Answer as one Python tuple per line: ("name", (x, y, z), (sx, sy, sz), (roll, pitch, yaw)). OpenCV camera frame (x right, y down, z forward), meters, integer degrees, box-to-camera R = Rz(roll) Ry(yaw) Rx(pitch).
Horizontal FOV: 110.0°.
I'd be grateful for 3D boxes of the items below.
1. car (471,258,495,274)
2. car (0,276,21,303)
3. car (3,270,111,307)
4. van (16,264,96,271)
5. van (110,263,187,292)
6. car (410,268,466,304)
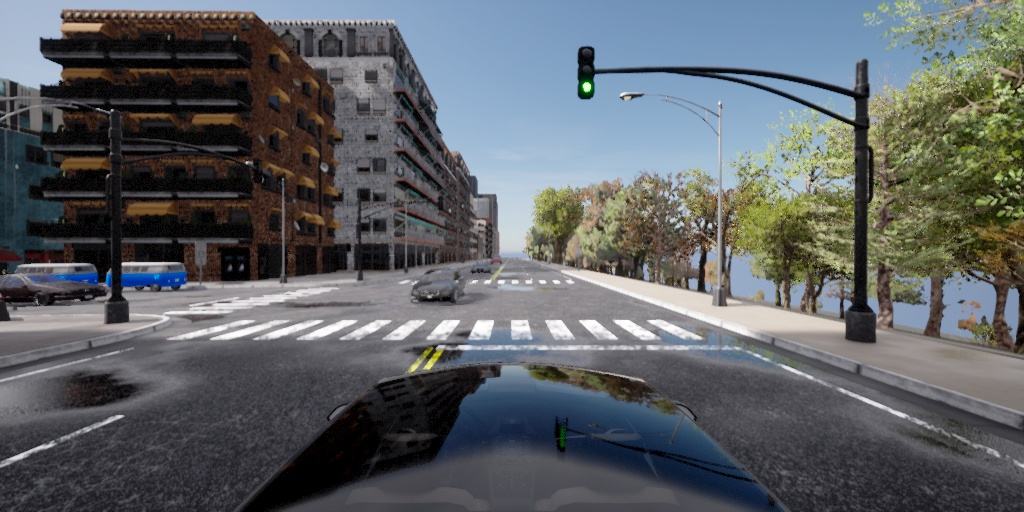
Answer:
("car", (-3.249, 1.275, 38.623), (1.994, 1.385, 4.181), (0, 1, 0))
("car", (-22.631, 1.593, 13.980), (4.207, 1.307, 1.802), (0, 0, -1))
("car", (-22.236, 1.537, 16.539), (5.357, 1.411, 2.033), (-1, 0, -1))
("van", (-28.320, 1.373, 22.250), (3.998, 1.789, 1.690), (0, 0, -1))
("van", (-22.718, 1.300, 22.327), (3.998, 1.789, 1.690), (0, 0, -1))
("car", (-3.257, 1.344, 16.556), (1.837, 1.490, 4.892), (0, 0, 0))
